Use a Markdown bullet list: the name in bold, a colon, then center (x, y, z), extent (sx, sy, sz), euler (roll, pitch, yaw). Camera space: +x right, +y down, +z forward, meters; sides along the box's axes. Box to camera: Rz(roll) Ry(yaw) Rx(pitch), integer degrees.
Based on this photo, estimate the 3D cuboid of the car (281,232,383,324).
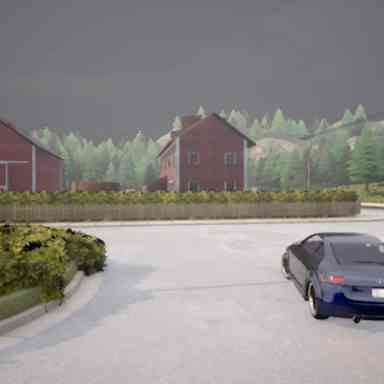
- **car**: center (3.239, 1.552, 7.198), extent (1.994, 1.385, 4.181), euler (0, 0, 7)
